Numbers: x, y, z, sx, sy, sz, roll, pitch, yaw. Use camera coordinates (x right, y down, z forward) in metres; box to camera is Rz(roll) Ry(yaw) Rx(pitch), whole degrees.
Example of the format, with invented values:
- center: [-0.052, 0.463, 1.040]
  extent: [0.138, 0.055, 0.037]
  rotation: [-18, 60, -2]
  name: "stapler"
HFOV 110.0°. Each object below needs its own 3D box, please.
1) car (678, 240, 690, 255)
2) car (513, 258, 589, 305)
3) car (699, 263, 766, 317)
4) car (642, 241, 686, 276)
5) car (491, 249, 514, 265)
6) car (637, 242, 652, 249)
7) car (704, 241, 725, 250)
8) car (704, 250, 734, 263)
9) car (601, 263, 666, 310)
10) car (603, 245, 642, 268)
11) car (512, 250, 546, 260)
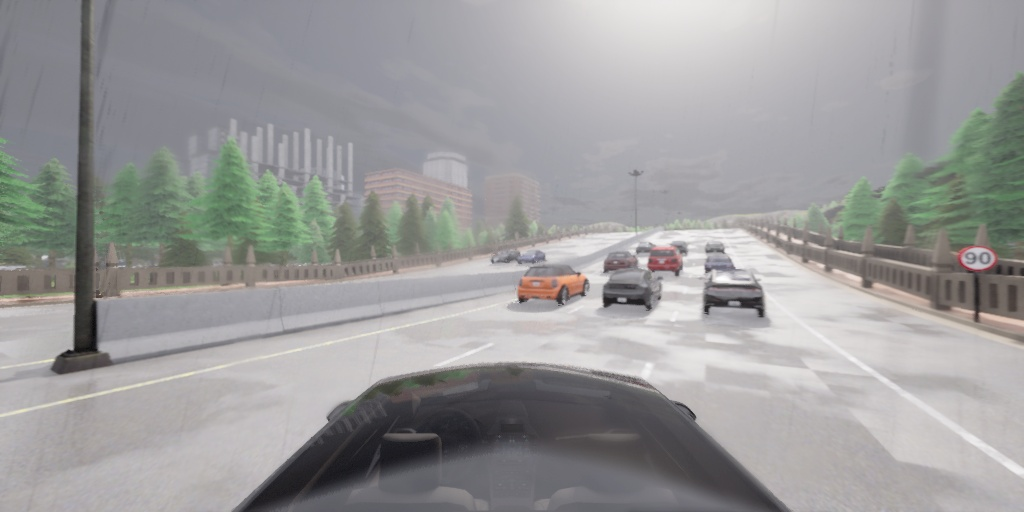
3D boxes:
- center: [18.722, -1.006, 40.272]
  extent: [1.837, 1.490, 4.892]
  rotation: [0, 7, 29]
  name: "car"
- center: [2.059, 1.146, 16.823]
  extent: [2.097, 1.767, 4.553]
  rotation: [0, 1, 29]
  name: "car"
- center: [8.252, 1.244, 13.560]
  extent: [2.128, 1.511, 4.902]
  rotation: [0, 1, 29]
  name: "car"
- center: [11.720, 0.271, 27.358]
  extent: [2.150, 2.045, 5.566]
  rotation: [0, 5, 29]
  name: "car"
- center: [-0.629, 0.041, 41.373]
  extent: [2.128, 1.511, 4.902]
  rotation: [0, 6, 29]
  name: "car"
- center: [15.633, -0.961, 41.917]
  extent: [1.812, 1.442, 4.674]
  rotation: [0, 7, 29]
  name: "car"
- center: [21.844, -0.944, 38.683]
  extent: [1.895, 1.301, 4.718]
  rotation: [0, 6, 29]
  name: "car"
- center: [15.186, 0.562, 26.382]
  extent: [1.895, 1.301, 4.718]
  rotation: [0, 5, 29]
  name: "car"
- center: [5.170, 1.280, 15.218]
  extent: [1.837, 1.490, 4.892]
  rotation: [0, 2, 29]
  name: "car"
- center: [9.124, 0.339, 29.881]
  extent: [2.097, 1.767, 4.553]
  rotation: [0, 5, 29]
  name: "car"
- center: [2.252, 0.095, 39.351]
  extent: [1.812, 1.442, 4.674]
  rotation: [0, 6, 29]
  name: "car"
